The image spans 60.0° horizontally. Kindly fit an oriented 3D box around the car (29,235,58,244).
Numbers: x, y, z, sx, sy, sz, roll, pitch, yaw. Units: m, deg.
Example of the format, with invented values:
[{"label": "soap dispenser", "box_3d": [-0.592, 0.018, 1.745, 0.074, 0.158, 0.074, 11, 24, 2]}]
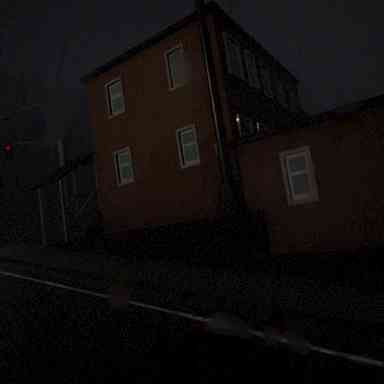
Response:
[{"label": "car", "box_3d": [-12.112, 4.594, 29.481, 2.128, 1.511, 4.902, -13, -12, 35]}]
